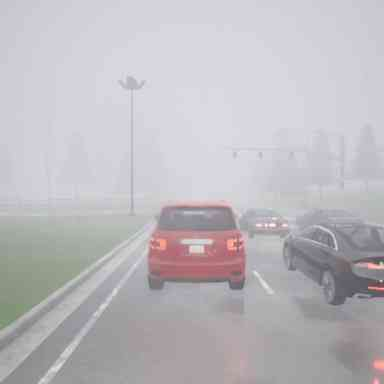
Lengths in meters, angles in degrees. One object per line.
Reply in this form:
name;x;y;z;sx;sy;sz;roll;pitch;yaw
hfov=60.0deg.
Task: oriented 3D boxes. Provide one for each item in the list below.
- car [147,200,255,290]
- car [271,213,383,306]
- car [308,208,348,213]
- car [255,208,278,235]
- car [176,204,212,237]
car;0.112;1.218;9.224;2.150;2.045;5.566;0;0;0
car;3.615;1.488;8.012;2.128;1.511;4.902;0;0;0
car;7.137;1.541;17.653;2.033;1.411;5.357;0;0;0
car;3.636;1.541;17.538;2.033;1.411;5.357;0;0;0
car;0.123;1.519;18.928;1.812;1.442;4.674;0;0;0
